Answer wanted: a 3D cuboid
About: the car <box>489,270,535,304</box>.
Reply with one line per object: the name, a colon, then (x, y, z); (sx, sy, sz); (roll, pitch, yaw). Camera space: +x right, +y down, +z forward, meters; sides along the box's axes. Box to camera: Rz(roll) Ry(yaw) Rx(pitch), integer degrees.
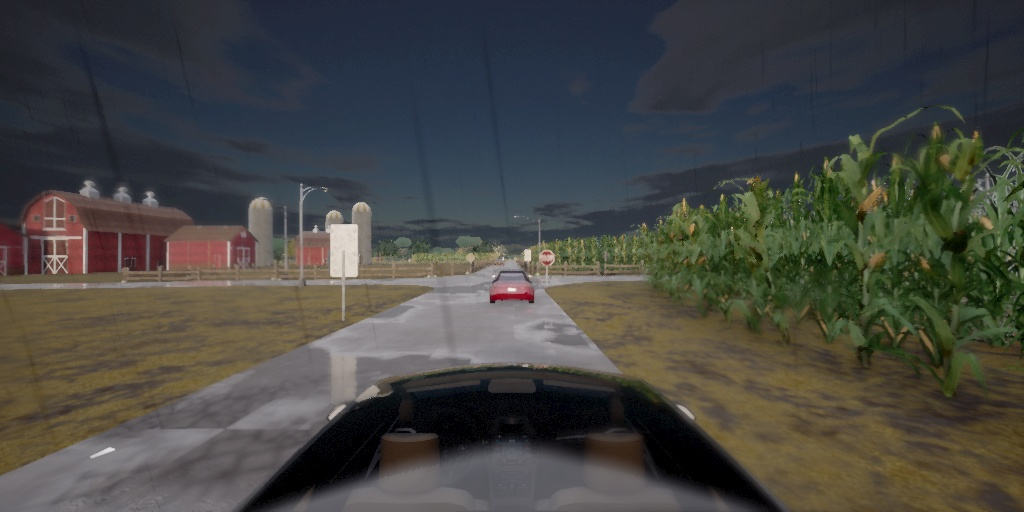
car: (0.000, 1.338, 16.501); (1.994, 1.385, 4.181); (0, 0, 0)
